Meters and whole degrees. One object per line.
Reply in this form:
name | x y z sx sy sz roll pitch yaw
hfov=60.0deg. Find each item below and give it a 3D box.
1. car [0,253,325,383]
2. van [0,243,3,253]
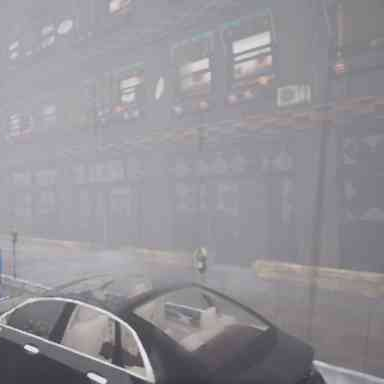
car | -0.935 1.578 3.557 4.403 1.369 2.008 -1 -1 36
van | -5.536 1.426 6.849 3.998 1.788 1.690 -1 -1 36
